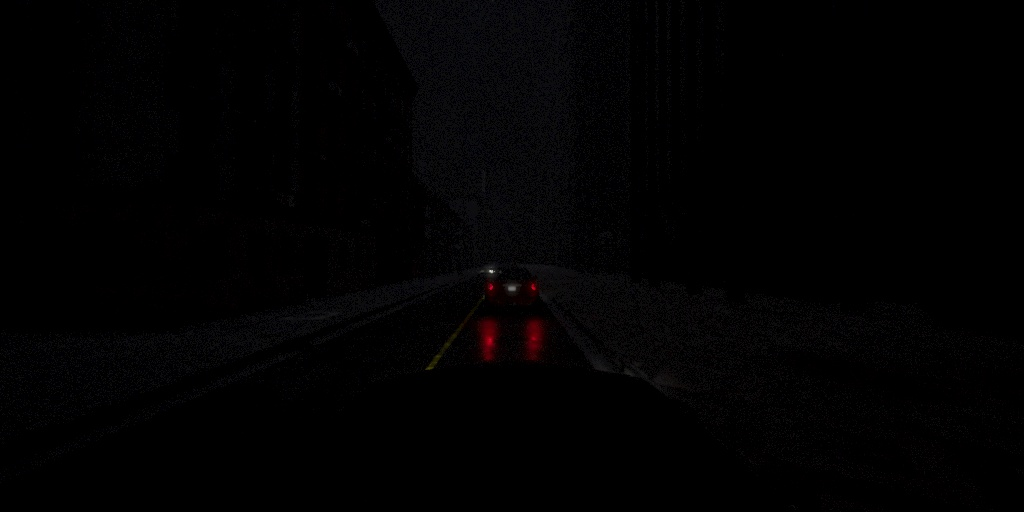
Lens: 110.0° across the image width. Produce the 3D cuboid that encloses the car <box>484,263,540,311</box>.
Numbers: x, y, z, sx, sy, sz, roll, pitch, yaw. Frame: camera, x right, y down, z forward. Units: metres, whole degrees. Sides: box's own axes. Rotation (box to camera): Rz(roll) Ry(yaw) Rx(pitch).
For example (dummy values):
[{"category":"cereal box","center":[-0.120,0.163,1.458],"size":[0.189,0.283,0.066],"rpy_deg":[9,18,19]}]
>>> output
[{"category":"car","center":[0.020,1.243,15.279],"size":[2.097,1.767,4.553],"rpy_deg":[0,-1,0]}]
